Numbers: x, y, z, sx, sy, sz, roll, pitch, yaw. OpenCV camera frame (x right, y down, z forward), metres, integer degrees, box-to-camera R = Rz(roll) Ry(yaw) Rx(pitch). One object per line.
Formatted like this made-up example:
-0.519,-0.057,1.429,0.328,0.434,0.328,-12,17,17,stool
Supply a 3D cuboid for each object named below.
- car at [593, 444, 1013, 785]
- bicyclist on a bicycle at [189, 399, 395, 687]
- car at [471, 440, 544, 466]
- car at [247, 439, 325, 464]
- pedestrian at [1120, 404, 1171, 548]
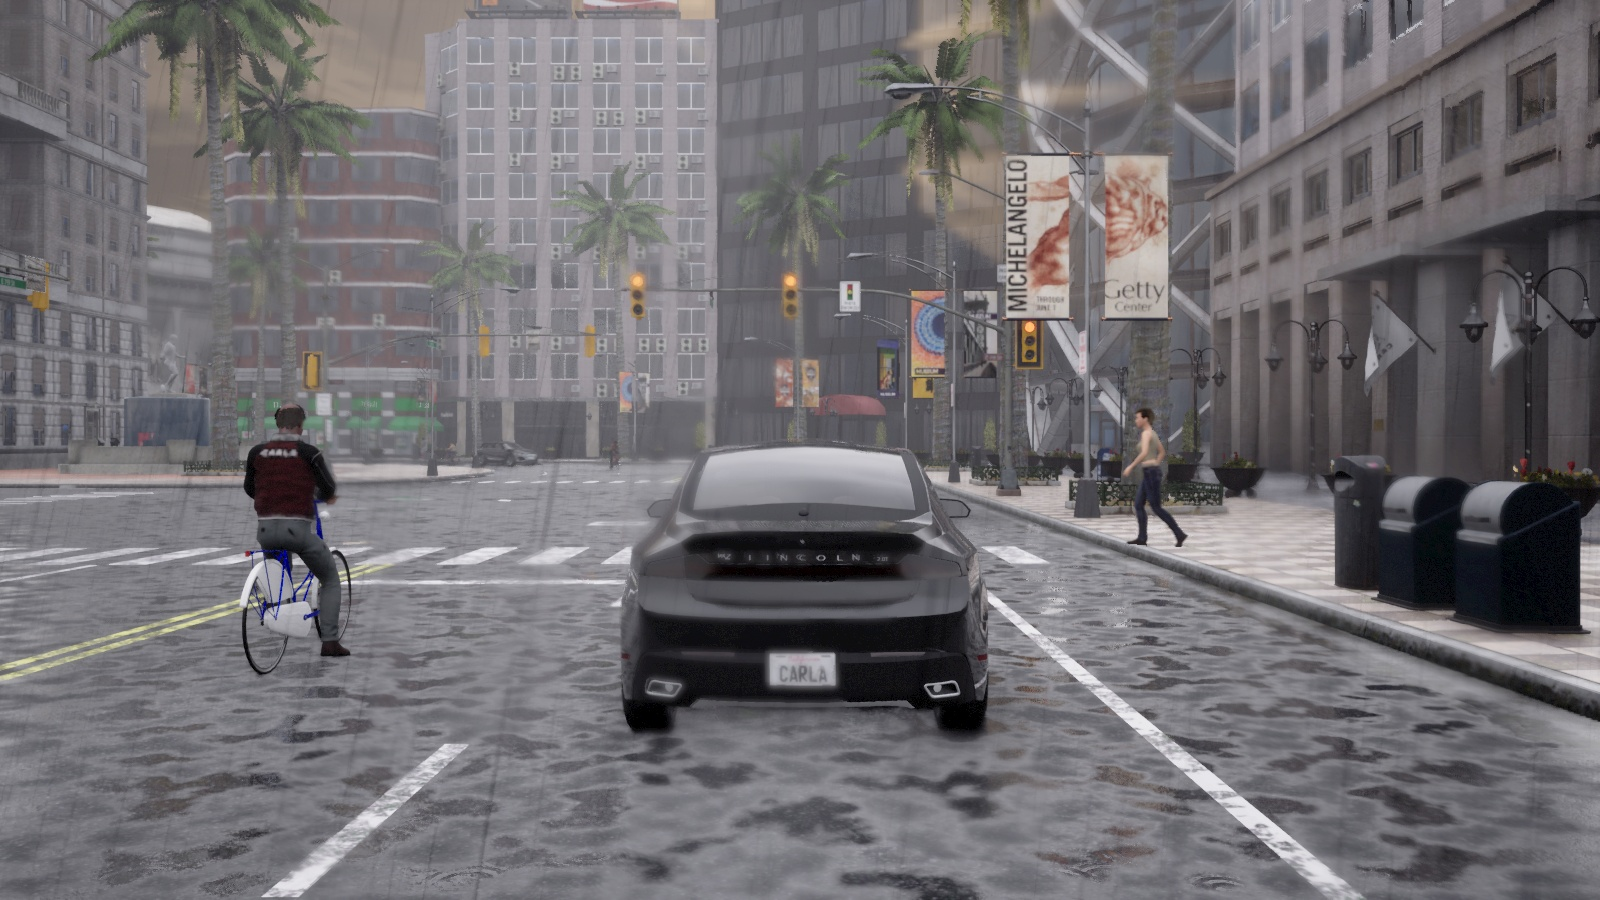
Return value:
0.047,0.707,7.945,1.837,1.490,4.892,0,0,1,car
-3.432,0.565,8.669,0.659,1.776,1.843,0,1,0,bicyclist on a bicycle
-19.132,0.198,81.962,4.856,1.649,2.033,0,0,37,car
-35.436,0.073,86.619,4.611,1.667,2.242,0,0,15,car
4.476,0.334,16.268,0.594,1.836,0.345,0,0,22,pedestrian
